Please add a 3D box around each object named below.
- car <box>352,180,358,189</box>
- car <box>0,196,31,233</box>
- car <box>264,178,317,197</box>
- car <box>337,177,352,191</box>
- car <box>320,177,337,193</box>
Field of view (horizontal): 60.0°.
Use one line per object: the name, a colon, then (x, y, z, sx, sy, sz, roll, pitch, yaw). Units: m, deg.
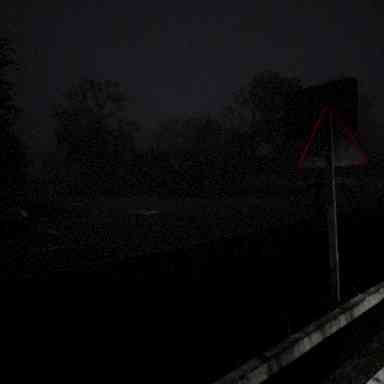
car: (16.488, -0.961, 38.087, 2.002, 1.452, 4.674, -5, 3, -40)
car: (-9.536, 1.025, 16.242, 2.185, 1.767, 4.553, -5, 3, -40)
car: (9.081, -0.348, 31.856, 2.002, 1.452, 4.674, -5, 3, -40)
car: (14.076, -0.802, 36.068, 2.097, 1.535, 5.008, -5, 3, -40)
car: (11.583, -0.594, 33.957, 2.231, 1.521, 4.892, -5, 3, -40)
